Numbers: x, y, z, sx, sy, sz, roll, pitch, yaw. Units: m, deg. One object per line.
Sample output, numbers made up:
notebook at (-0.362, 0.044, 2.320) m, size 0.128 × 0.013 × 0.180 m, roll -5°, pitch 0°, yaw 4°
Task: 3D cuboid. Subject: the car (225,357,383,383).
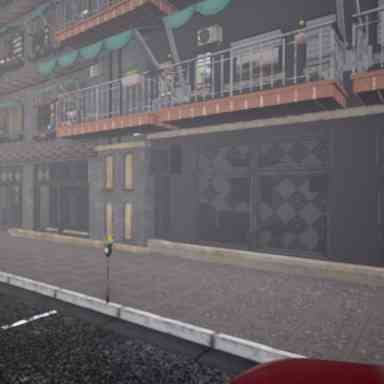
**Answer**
car at (1.941, 1.578, 1.478) m, size 4.206 × 1.307 × 1.802 m, roll 0°, pitch 1°, yaw 36°
